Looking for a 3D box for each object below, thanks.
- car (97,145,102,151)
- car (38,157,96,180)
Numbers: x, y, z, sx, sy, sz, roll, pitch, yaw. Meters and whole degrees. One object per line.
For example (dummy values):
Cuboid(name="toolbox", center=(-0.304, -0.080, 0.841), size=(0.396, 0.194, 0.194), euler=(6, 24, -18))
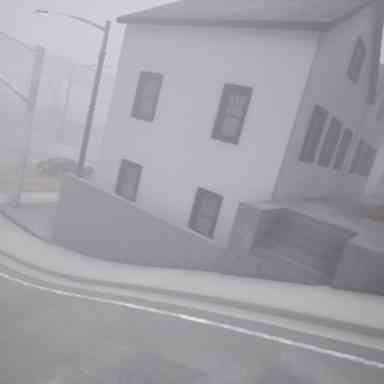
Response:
Cuboid(name="car", center=(-11.123, -6.047, 47.506), size=(1.895, 1.301, 4.718), euler=(22, 12, 35))
Cuboid(name="car", center=(-9.780, -1.872, 26.767), size=(1.837, 1.490, 4.892), euler=(22, 12, 35))
